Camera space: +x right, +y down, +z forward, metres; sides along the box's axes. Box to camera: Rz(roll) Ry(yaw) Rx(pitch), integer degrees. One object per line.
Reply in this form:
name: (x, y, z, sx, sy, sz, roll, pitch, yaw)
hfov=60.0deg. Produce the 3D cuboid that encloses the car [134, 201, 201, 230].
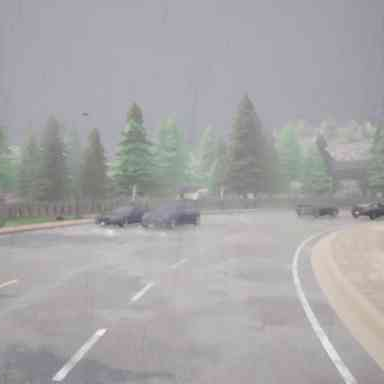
car: (-1.289, 1.439, 21.643, 2.097, 1.767, 4.553, 0, 0, 31)

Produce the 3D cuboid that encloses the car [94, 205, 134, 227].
car: (-4.312, 1.636, 23.407, 2.033, 1.411, 5.357, 0, 0, 31)

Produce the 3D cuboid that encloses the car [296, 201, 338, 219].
car: (11.358, 1.571, 30.038, 4.902, 1.511, 2.128, 0, 0, -39)

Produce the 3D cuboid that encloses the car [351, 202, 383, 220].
car: (15.988, 1.611, 29.363, 4.674, 1.442, 1.812, 0, 0, -30)
